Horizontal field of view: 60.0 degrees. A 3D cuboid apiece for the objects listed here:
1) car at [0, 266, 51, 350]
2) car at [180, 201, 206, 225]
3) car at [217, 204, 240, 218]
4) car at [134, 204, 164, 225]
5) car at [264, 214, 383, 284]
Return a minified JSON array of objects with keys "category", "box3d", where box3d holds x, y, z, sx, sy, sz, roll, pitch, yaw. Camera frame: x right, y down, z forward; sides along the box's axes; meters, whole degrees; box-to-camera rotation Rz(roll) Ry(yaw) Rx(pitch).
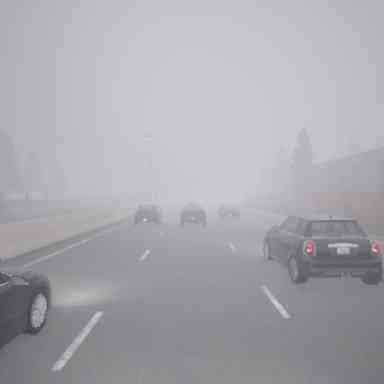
[{"category":"car","box3d":[-3.402,1.542,3.971,1.837,1.490,4.892,0,0,0]},{"category":"car","box3d":[0.093,1.707,26.020,1.882,1.535,5.008,0,0,0]},{"category":"car","box3d":[3.591,1.897,33.596,1.895,1.301,4.718,0,0,0]},{"category":"car","box3d":[-3.409,1.739,26.488,1.837,1.490,4.892,0,0,0]},{"category":"car","box3d":[3.597,1.441,10.023,2.097,1.767,4.553,0,-1,0]}]
